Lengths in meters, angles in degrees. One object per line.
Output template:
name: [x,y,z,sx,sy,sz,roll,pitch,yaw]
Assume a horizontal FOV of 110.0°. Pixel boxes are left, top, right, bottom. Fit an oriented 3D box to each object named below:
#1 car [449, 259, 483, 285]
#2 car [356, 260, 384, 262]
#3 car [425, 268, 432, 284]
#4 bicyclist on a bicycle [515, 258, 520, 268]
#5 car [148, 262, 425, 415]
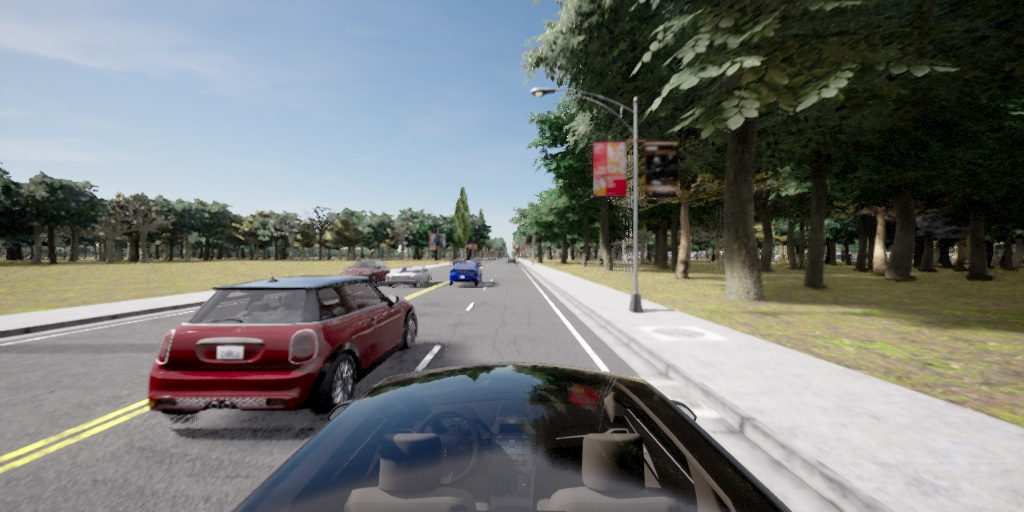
car: [-3.149,1.178,25.237,1.882,1.535,5.008,0,0,0]
car: [-9.845,1.053,24.341,2.097,1.767,4.553,0,0,0]
car: [-6.598,1.304,23.338,1.895,1.301,4.718,0,0,0]
bicyclist on a bicycle: [0.889,1.089,56.686,0.866,1.612,1.509,0,0,0]
car: [-3.150,1.092,6.135,2.097,1.767,4.553,0,0,0]
